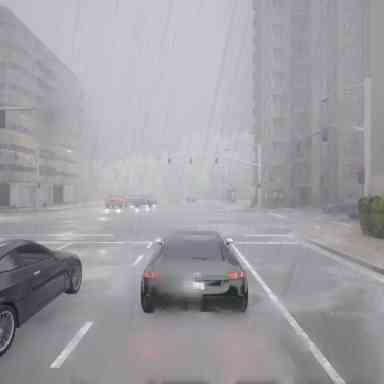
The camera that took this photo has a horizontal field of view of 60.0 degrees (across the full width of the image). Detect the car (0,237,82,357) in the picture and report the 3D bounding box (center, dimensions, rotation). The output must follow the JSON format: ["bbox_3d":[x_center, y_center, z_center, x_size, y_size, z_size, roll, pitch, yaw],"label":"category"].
[{"bbox_3d":[-3.460,1.526,5.836,1.812,1.442,4.674,0,0,0],"label":"car"}]

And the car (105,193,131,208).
[{"bbox_3d":[-10.699,1.221,47.494,2.150,2.045,5.566,0,0,0],"label":"car"}]

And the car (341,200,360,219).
[{"bbox_3d":[14.640,1.564,26.473,4.181,1.385,1.994,0,0,0],"label":"car"}]

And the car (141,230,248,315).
[{"bbox_3d":[0.049,1.564,7.638,1.994,1.385,4.181,0,0,0],"label":"car"}]

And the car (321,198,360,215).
[{"bbox_3d":[15.514,1.352,33.678,4.553,1.767,2.097,0,0,1],"label":"car"}]

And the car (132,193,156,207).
[{"bbox_3d":[-7.204,1.221,50.626,2.150,2.045,5.566,0,0,0],"label":"car"}]

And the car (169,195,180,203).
[{"bbox_3d":[-3.548,1.352,67.503,2.097,1.767,4.553,0,0,0],"label":"car"}]

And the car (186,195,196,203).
[{"bbox_3d":[-0.152,1.355,72.555,2.097,1.767,4.553,0,0,0],"label":"car"}]

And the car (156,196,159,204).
[{"bbox_3d":[-7.195,1.491,60.650,2.128,1.511,4.902,0,0,0],"label":"car"}]
